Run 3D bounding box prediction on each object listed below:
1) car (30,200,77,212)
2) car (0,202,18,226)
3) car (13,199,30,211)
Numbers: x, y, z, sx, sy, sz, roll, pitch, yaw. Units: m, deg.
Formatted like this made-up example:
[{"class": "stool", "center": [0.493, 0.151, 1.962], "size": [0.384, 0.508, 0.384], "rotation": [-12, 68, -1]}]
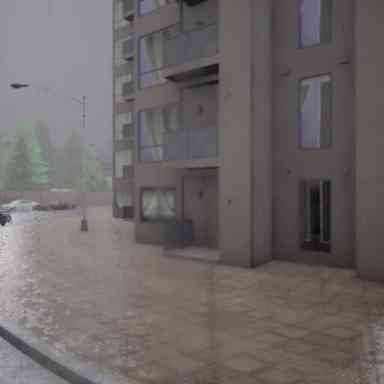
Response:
[{"class": "car", "center": [-15.989, 1.667, 39.070], "size": [1.895, 1.301, 4.718], "rotation": [0, 0, 30]}, {"class": "car", "center": [-13.140, 1.590, 20.638], "size": [2.033, 1.411, 5.357], "rotation": [0, 0, -6]}, {"class": "car", "center": [-19.999, 1.598, 38.729], "size": [1.812, 1.442, 4.674], "rotation": [0, 0, 26]}]
